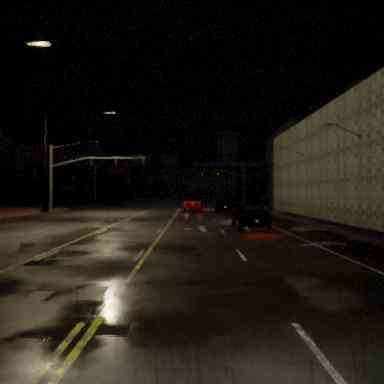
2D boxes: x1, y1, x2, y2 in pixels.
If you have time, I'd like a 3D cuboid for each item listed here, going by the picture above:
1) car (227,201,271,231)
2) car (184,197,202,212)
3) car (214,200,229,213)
[{"bbox_3d":[3.603,1.489,20.886,1.882,1.535,5.008,0,-1,0],"label":"car"},{"bbox_3d":[0.068,1.372,39.216,2.097,1.767,4.553,0,0,-1],"label":"car"},{"bbox_3d":[3.602,1.583,37.862,1.994,1.385,4.181,0,0,0],"label":"car"}]
